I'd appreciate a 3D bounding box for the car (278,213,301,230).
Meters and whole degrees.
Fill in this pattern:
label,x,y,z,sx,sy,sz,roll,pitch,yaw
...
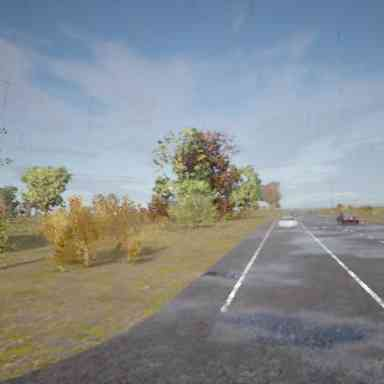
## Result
label,x,y,z,sx,sy,sz,roll,pitch,yaw
car,10.155,3.262,35.311,1.895,1.301,4.718,-3,-3,15

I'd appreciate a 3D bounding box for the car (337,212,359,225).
label,x,y,z,sx,sy,sz,roll,pitch,yaw
car,18.776,3.142,40.212,2.033,1.411,5.357,-3,-3,15

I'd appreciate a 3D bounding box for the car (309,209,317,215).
label,x,y,z,sx,sy,sz,roll,pitch,yaw
car,32.017,5.340,88.132,2.128,1.511,4.902,-3,-3,15

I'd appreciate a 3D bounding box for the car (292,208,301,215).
label,x,y,z,sx,sy,sz,roll,pitch,yaw
car,25.449,5.187,81.285,1.837,1.490,4.892,-4,-4,22
